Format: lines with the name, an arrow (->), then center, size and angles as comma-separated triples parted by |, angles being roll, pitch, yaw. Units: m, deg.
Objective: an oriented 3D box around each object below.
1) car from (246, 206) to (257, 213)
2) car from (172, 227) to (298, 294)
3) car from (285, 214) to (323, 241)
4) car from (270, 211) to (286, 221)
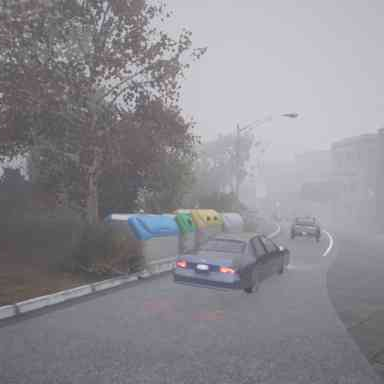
car -> 11.784, 3.502, 67.396 | 1.994, 1.385, 4.181 | 0, 1, -7
car -> 1.476, 1.930, 9.984 | 2.033, 1.411, 5.357 | 0, -3, 29
car -> 8.170, 2.557, 23.714 | 2.128, 1.511, 4.902 | 1, -2, 22
car -> 13.197, 3.590, 50.277 | 1.895, 1.301, 4.718 | 0, -1, 0
